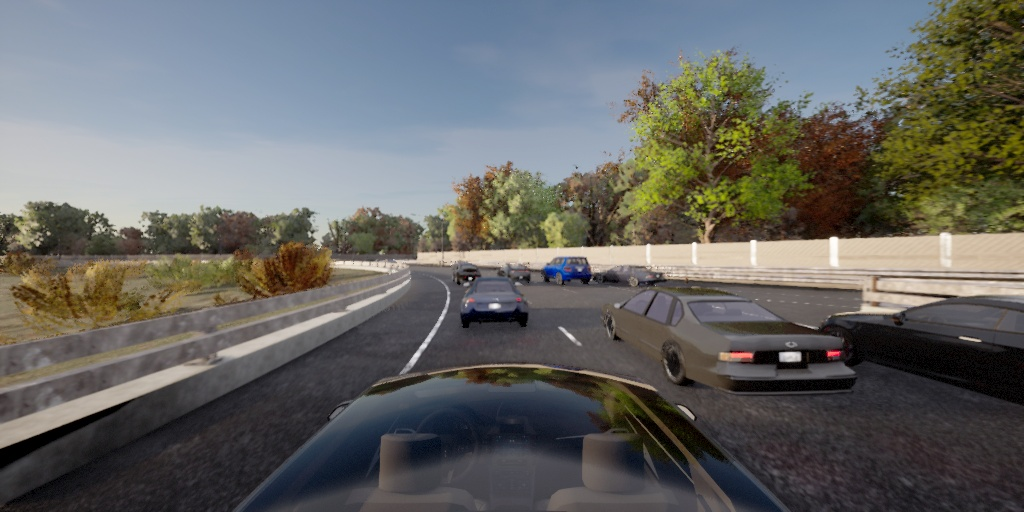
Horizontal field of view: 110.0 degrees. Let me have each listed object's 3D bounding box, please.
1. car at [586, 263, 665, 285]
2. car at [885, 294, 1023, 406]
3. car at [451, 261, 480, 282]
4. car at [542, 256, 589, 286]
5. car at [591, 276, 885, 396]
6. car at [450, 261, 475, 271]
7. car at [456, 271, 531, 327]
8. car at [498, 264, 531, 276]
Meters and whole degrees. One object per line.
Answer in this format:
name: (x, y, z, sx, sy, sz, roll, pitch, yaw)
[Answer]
car: (7.987, 1.344, 24.986, 2.033, 1.411, 5.357, 0, 0, -32)
car: (6.830, 1.259, 4.975, 1.812, 1.442, 4.674, 0, 0, -2)
car: (-3.584, 1.363, 27.964, 1.837, 1.490, 4.892, 0, 0, -14)
car: (3.958, 1.044, 26.734, 2.150, 2.045, 5.566, 0, 0, -13)
car: (3.305, 1.302, 6.936, 2.033, 1.411, 5.357, 0, 0, -3)
car: (-7.897, 1.522, 56.813, 2.033, 1.411, 5.357, 0, 0, -30)
car: (-0.635, 1.352, 11.824, 1.994, 1.385, 4.181, 0, 0, -5)
car: (0.066, 1.333, 27.756, 2.128, 1.511, 4.902, 0, 0, -14)
